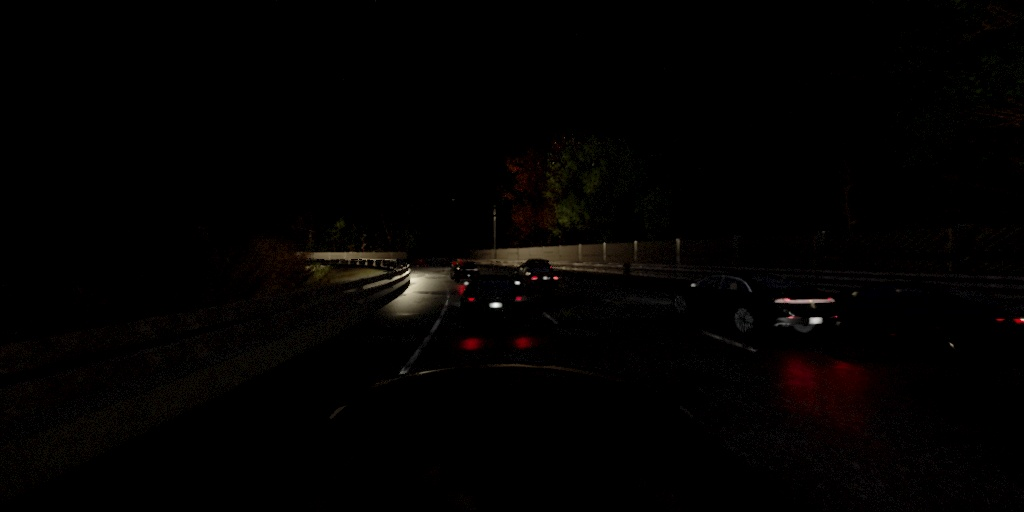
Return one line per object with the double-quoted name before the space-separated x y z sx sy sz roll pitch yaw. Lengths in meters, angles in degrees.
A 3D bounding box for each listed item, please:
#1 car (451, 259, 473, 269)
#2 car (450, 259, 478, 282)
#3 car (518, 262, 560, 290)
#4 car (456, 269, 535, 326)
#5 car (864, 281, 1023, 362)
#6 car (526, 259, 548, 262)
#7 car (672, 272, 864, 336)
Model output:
"car" -8.031 1.212 56.862 1.882 1.535 5.008 0 0 -28
"car" -3.818 1.232 28.750 2.128 1.511 4.902 0 0 -15
"car" 1.356 1.275 22.290 2.033 1.411 5.357 0 0 -11
"car" -0.638 1.307 11.734 1.994 1.385 4.181 0 0 -6
"car" 8.953 1.276 8.332 1.994 1.385 4.181 0 0 -19
"car" 2.077 1.067 33.320 2.097 1.767 4.553 0 0 -17
"car" 6.494 1.210 10.315 2.128 1.511 4.902 0 0 -5
